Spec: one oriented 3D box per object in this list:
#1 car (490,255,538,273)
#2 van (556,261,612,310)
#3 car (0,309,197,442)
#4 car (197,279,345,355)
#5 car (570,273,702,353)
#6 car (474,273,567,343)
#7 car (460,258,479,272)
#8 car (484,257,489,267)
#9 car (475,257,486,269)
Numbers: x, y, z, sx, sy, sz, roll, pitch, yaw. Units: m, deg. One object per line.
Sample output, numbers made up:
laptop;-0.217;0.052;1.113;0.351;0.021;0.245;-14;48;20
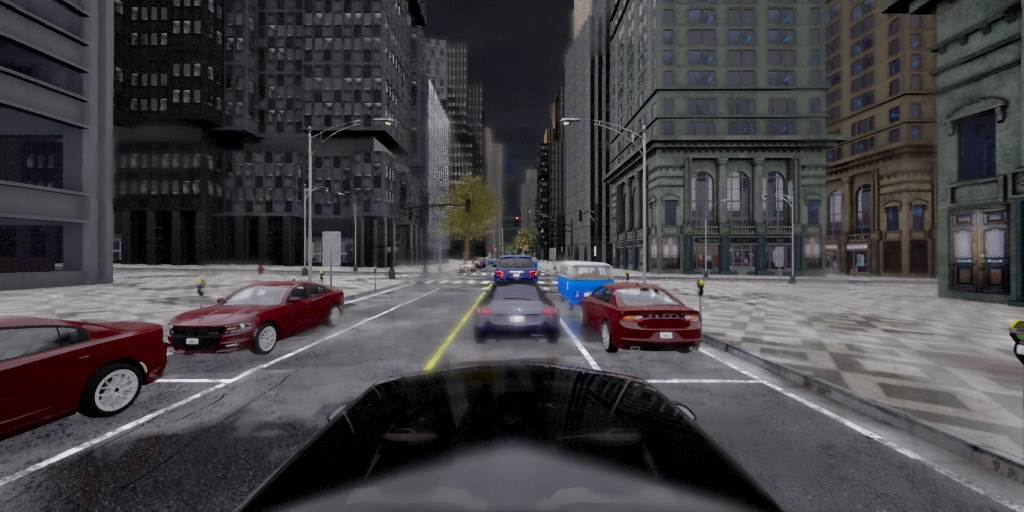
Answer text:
car;0.139;0.975;19.066;2.150;2.045;5.566;0;0;-1
van;2.790;1.093;14.219;1.690;1.789;3.998;0;0;0
car;-5.776;1.295;3.196;1.888;1.381;4.507;0;0;0
car;-5.772;1.296;8.721;1.888;1.381;4.507;0;0;0
car;2.784;1.296;8.694;1.888;1.381;4.507;0;0;0
car;0.110;1.315;9.653;1.994;1.385;4.181;0;0;0
car;-5.720;1.297;46.644;1.751;1.417;4.829;0;0;0
car;-5.697;1.102;62.683;2.192;1.841;5.009;0;0;0
car;-5.702;1.326;57.394;1.888;1.381;4.507;0;0;0
